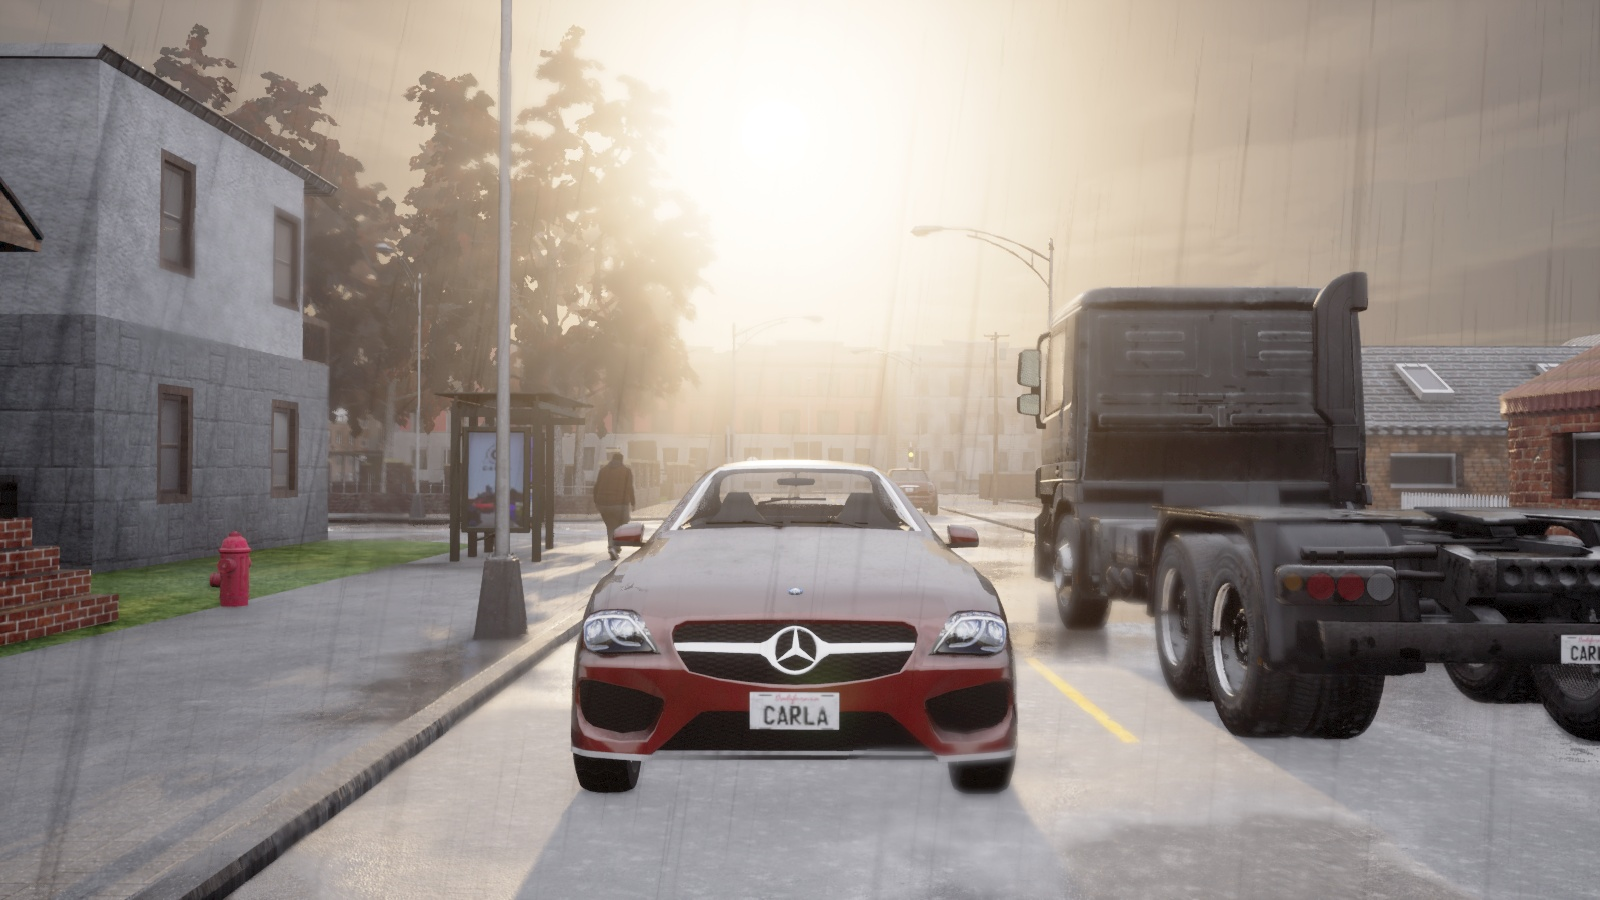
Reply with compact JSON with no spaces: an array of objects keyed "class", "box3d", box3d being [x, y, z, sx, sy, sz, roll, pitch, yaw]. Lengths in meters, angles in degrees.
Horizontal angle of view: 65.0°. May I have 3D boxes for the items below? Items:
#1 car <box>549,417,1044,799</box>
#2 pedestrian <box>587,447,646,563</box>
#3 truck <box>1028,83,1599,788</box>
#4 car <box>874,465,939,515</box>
[{"class":"car","box3d":[-0.022,0.727,7.979,2.152,1.651,5.027,0,-1,0]},{"class":"pedestrian","box3d":[-2.978,0.879,20.445,0.634,1.844,0.899,-1,-1,16]},{"class":"truck","box3d":[3.956,-0.013,10.135,2.891,3.462,7.936,0,-1,1]},{"class":"car","box3d":[3.892,1.438,46.597,2.097,1.767,4.553,0,-1,1]}]
